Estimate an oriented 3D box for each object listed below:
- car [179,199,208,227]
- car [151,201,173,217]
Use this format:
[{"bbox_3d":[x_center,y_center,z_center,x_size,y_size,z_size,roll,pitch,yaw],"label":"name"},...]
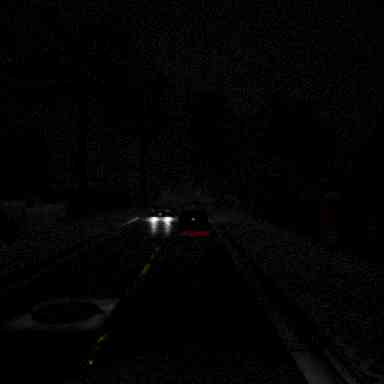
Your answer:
[{"bbox_3d":[0.084,1.532,23.280,1.882,1.535,5.008,0,0,0],"label":"car"},{"bbox_3d":[-2.827,1.590,32.418,2.033,1.411,5.357,0,0,0],"label":"car"}]
